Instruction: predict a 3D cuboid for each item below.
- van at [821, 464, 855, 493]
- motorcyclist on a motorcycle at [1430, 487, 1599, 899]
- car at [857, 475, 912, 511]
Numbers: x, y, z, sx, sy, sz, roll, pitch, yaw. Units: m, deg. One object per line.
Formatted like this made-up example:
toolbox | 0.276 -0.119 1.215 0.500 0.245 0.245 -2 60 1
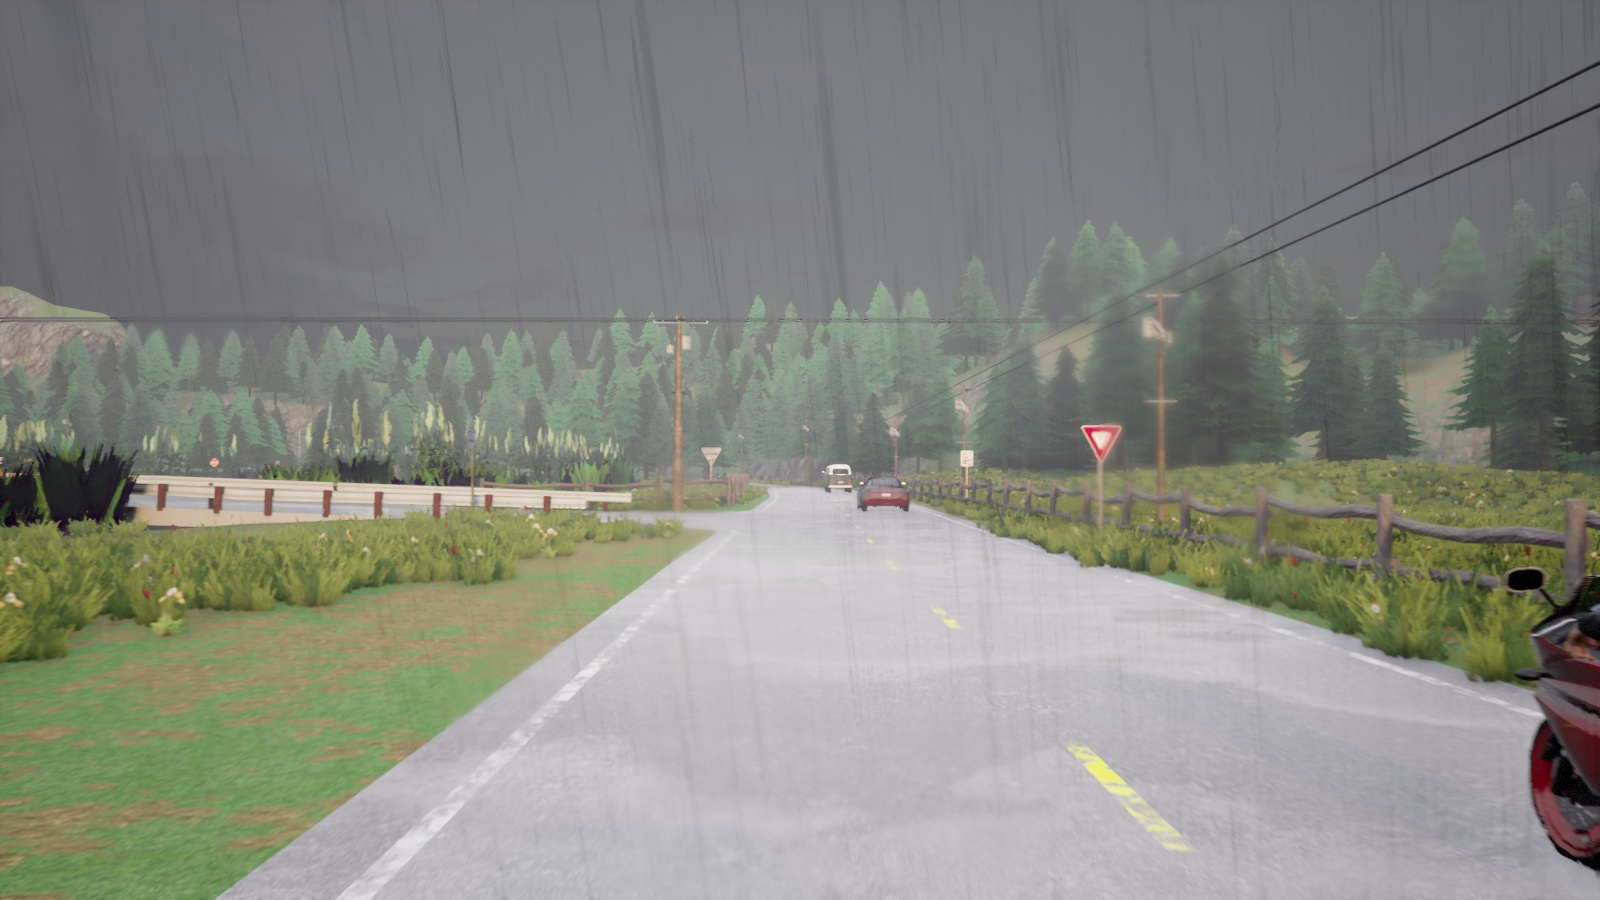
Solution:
van | 2.790 2.077 92.626 2.069 2.038 4.480 0 -1 -4
motorcyclist on a motorcycle | 3.189 0.910 4.378 0.866 1.530 2.191 0 -1 0
car | 3.372 1.718 50.940 1.994 1.385 4.181 0 -1 0
